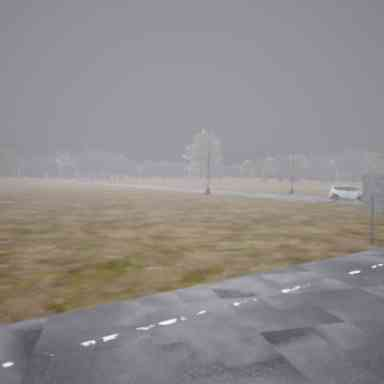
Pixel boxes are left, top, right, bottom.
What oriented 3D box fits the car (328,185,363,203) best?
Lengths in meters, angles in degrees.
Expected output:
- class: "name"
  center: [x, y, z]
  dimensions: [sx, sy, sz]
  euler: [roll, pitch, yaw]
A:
- class: "car"
  center: [19.259, 0.226, 39.980]
  dimensions: [2.150, 2.045, 5.566]
  euler: [0, 2, -34]
